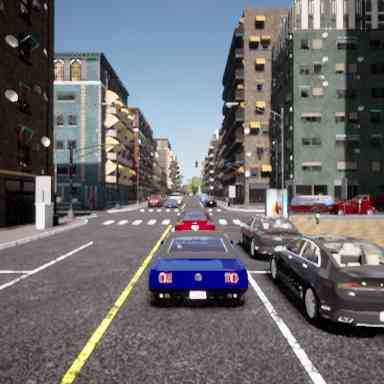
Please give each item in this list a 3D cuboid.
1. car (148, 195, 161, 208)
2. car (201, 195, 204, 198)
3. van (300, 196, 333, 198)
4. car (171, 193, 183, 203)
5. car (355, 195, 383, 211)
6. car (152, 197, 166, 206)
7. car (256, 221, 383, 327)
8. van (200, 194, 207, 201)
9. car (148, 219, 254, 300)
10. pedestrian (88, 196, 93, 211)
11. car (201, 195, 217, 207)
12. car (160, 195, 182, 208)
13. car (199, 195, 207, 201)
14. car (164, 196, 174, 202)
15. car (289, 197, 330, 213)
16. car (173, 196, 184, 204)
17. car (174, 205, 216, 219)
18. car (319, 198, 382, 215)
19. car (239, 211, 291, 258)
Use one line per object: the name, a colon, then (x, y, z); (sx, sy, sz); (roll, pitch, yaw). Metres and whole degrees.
car: (-5.541, 1.368, 50.786); (2.192, 1.841, 5.009); (1, 0, 0)
car: (2.850, 1.642, 56.294); (1.802, 1.307, 4.206); (1, 0, 0)
van: (13.863, 1.322, 37.514); (3.998, 1.788, 1.690); (0, 0, 1)
car: (-2.923, 1.283, 58.709); (2.150, 2.045, 5.566); (0, 0, 1)
car: (19.390, 1.254, 37.460); (5.009, 1.841, 2.192); (0, 0, 1)
car: (-5.530, 1.604, 56.357); (1.887, 1.381, 4.507); (1, 0, 0)
car: (2.849, 1.558, 6.960); (2.008, 1.369, 4.403); (1, 0, 0)
van: (2.912, 1.426, 78.580); (1.690, 1.788, 3.998); (1, 0, 0)
car: (0.121, 1.609, 8.347); (1.895, 1.301, 4.718); (0, 0, 0)
pedestrian: (-12.421, 1.375, 40.729); (0.375, 1.860, 0.375); (0, 0, 1)
car: (2.835, 1.619, 50.723); (1.947, 1.339, 4.313); (1, 0, 0)
car: (-2.973, 1.599, 48.709); (2.033, 1.411, 5.357); (0, 0, 1)
car: (2.939, 1.643, 89.721); (1.887, 1.381, 4.507); (1, 0, 0)
car: (-5.471, 1.651, 78.641); (1.947, 1.339, 4.313); (1, 0, 0)
car: (11.268, 1.509, 34.955); (5.357, 1.411, 2.033); (0, -1, 1)
car: (-2.817, 1.637, 69.366); (1.994, 1.385, 4.181); (0, 0, 0)
car: (0.140, 1.581, 17.210); (1.994, 1.385, 4.181); (0, 0, 0)
car: (13.780, 1.433, 29.133); (4.206, 1.307, 1.802); (0, 0, 1)
car: (2.863, 1.563, 12.530); (2.008, 1.369, 4.403); (1, 0, 0)
